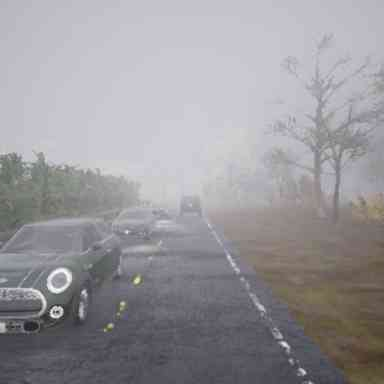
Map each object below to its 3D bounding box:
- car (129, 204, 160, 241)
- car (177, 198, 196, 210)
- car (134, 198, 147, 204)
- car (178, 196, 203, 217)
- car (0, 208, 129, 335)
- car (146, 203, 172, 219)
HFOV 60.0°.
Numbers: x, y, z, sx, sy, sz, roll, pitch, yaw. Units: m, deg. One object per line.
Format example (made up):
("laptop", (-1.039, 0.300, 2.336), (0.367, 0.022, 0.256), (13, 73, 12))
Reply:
("car", (-2.946, 1.599, 17.386), (1.837, 1.490, 4.892), (0, 0, 0))
("car", (-0.850, 1.695, 46.782), (2.128, 1.511, 4.902), (0, 0, -7))
("car", (-9.903, 1.801, 65.640), (1.994, 1.385, 4.181), (0, 0, -29))
("car", (-0.114, 1.378, 33.425), (2.150, 2.045, 5.566), (0, -1, 0))
("car", (-2.884, 1.397, 7.102), (2.097, 1.767, 4.553), (0, 0, 0))
("car", (-2.967, 1.760, 31.338), (1.895, 1.301, 4.718), (0, 0, 0))
